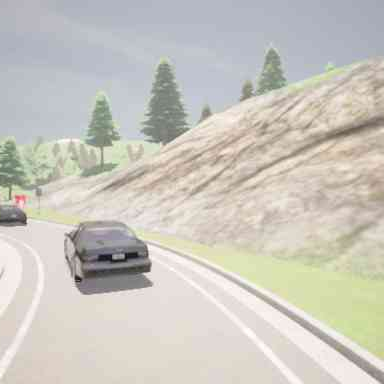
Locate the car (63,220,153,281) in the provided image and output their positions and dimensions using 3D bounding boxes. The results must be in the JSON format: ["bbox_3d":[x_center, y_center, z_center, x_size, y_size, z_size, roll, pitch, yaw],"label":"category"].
[{"bbox_3d":[-2.755,1.565,10.078,2.033,1.411,5.357,0,0,-24],"label":"car"}]

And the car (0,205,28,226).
[{"bbox_3d":[-13.660,1.641,24.473,1.994,1.385,4.181,0,0,-42],"label":"car"}]

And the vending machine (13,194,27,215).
[{"bbox_3d":[-18.277,1.299,35.309,1.100,2.100,0.880,0,0,-44],"label":"vending machine"}]
